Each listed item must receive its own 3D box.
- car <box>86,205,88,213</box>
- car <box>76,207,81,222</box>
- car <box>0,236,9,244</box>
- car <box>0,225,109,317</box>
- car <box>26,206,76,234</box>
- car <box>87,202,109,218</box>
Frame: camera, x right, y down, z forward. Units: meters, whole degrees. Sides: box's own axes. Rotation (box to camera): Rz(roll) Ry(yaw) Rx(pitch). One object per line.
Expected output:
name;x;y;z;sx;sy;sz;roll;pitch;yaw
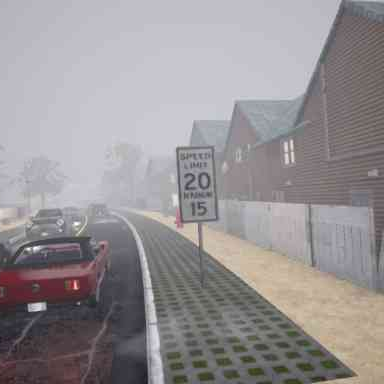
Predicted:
car;-13.905;2.200;46.908;1.812;1.442;4.674;-3;0;-23
car;-11.930;2.137;32.590;2.033;1.411;5.357;-3;0;-17
car;-6.091;1.771;8.196;2.128;1.511;4.902;-3;0;-10
car;-3.040;1.707;7.891;1.895;1.301;4.718;-3;0;-10
car;-8.650;1.775;20.406;2.097;1.767;4.553;-3;0;-14
car;-10.363;2.006;37.107;1.837;1.490;4.892;-3;0;-18
